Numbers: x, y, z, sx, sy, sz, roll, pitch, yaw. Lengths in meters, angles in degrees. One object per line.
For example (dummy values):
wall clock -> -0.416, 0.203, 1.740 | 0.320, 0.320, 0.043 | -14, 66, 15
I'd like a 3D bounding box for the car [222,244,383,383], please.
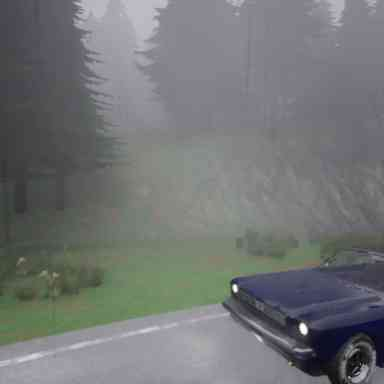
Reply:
car -> 2.885, 1.532, 4.997 | 4.718, 1.301, 1.895 | 1, 1, -22
